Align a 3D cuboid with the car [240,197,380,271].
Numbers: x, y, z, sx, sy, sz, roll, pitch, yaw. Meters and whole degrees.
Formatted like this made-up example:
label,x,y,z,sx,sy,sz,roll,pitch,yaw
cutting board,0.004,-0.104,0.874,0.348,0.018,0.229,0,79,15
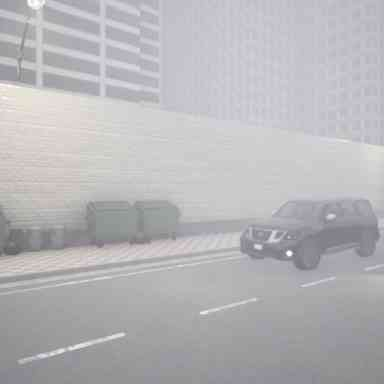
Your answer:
label,x,y,z,sx,sy,sz,roll,pitch,yaw
car,4.157,1.219,11.259,5.566,2.045,2.150,0,0,-36
